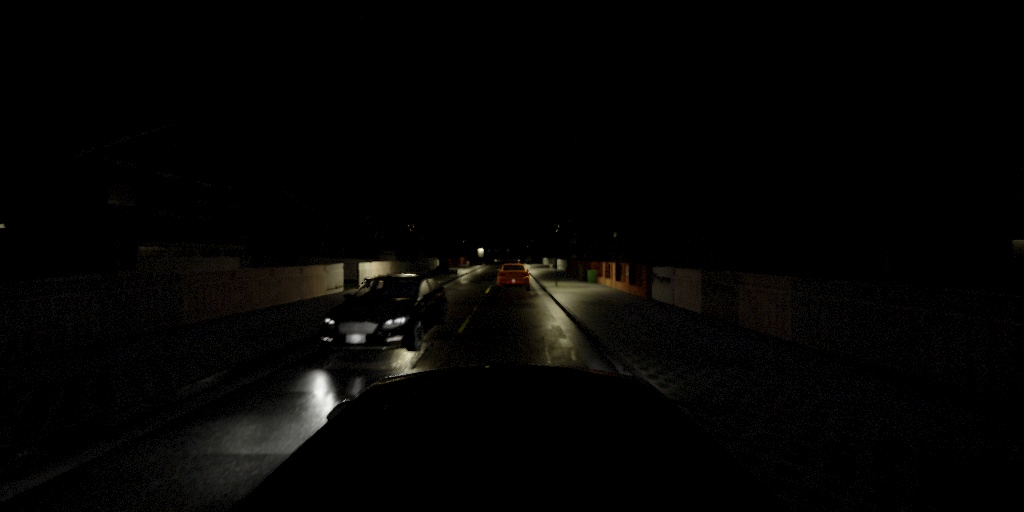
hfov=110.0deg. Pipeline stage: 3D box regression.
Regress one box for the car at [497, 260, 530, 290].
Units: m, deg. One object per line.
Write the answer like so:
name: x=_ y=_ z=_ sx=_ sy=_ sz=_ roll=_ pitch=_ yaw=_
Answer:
car: x=0.089 y=1.199 z=22.081 sx=1.882 sy=1.535 sz=5.008 roll=0 pitch=0 yaw=0

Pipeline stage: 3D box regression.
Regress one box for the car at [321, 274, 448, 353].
car: x=-2.834 y=1.239 z=8.968 sx=2.128 sy=1.511 sz=4.902 roll=0 pitch=0 yaw=0
